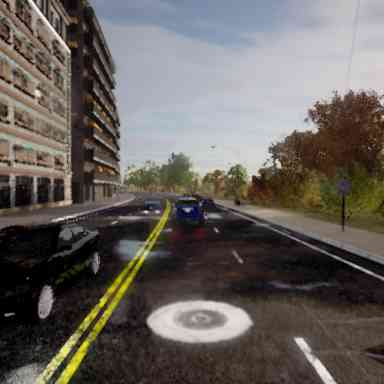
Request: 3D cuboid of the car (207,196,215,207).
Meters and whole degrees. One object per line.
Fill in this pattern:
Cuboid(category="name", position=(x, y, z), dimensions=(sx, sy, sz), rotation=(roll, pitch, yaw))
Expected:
Cuboid(category="car", position=(1.862, 1.217, 44.101), dimensions=(2.033, 1.411, 5.357), rotation=(0, 0, -4))

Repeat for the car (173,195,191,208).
Cuboid(category="car", position=(-1.288, 1.177, 42.322), dimensions=(2.128, 1.511, 4.902), rotation=(0, 0, -4))

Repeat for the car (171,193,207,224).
Cuboid(category="car", position=(-0.344, 1.184, 22.950), dimensions=(2.097, 1.767, 4.553), rotation=(0, 0, -2))

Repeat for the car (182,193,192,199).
Cuboid(category="car", position=(-1.243, 0.955, 77.429), dimensions=(1.994, 1.385, 4.181), rotation=(0, 0, -7))

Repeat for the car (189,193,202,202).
Cuboid(category="car", position=(0.629, 1.022, 60.062), dimensions=(1.882, 1.535, 5.008), rotation=(0, 1, -5))

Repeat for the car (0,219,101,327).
Cuboid(category="car", position=(-3.423, 1.426, 7.243), dimensions=(1.882, 1.535, 5.008), rotation=(0, 0, -1))

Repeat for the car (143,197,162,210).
Cuboid(category="car", position=(-4.391, 1.273, 37.547), dimensions=(2.033, 1.411, 5.357), rotation=(0, 0, -3))
